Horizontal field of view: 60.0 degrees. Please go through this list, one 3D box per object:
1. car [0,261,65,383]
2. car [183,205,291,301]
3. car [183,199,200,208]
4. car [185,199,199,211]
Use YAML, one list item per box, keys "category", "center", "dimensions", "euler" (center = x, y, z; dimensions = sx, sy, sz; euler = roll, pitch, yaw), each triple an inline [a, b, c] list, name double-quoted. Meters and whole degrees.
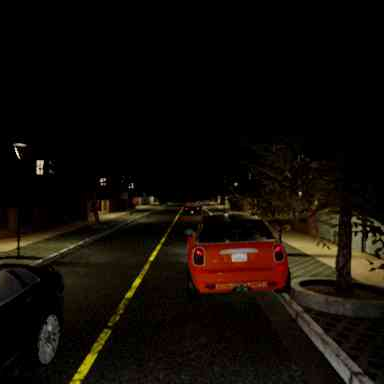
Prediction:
- category: "car"
  center: [-2.754, 1.502, 2.944]
  dimensions: [2.128, 1.511, 4.902]
  euler: [0, 0, 0]
- category: "car"
  center: [0.913, 1.334, 8.570]
  dimensions: [2.097, 1.767, 4.553]
  euler: [-3, -1, 0]
- category: "car"
  center: [0.039, 1.754, 35.782]
  dimensions: [1.895, 1.301, 4.718]
  euler: [0, 0, 0]
- category: "car"
  center: [0.011, 1.730, 45.485]
  dimensions: [1.812, 1.442, 4.674]
  euler: [0, 0, 1]
